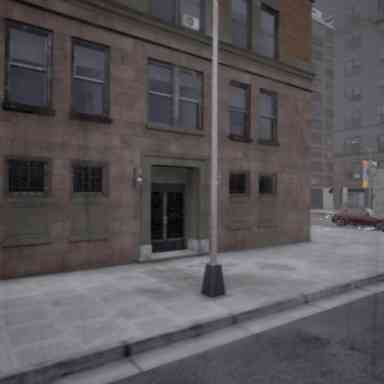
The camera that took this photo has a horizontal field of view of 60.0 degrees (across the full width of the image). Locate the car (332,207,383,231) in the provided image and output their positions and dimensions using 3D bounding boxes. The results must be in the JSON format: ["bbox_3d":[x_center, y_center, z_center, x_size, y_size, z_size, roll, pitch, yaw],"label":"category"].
[{"bbox_3d":[11.863,1.784,22.713,1.812,1.442,4.674,1,-1,-31],"label":"car"}]
